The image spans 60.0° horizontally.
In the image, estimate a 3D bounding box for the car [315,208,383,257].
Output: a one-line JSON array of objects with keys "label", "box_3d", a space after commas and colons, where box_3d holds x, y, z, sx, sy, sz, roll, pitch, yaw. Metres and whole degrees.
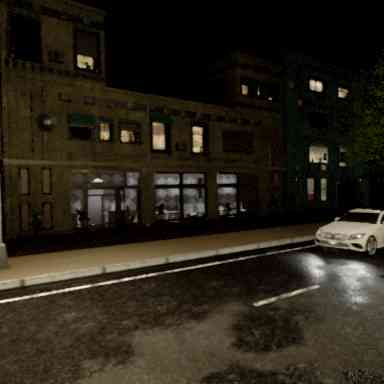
[{"label": "car", "box_3d": [6.541, 1.352, 12.345, 4.674, 1.442, 1.812, -1, 1, -35]}]
